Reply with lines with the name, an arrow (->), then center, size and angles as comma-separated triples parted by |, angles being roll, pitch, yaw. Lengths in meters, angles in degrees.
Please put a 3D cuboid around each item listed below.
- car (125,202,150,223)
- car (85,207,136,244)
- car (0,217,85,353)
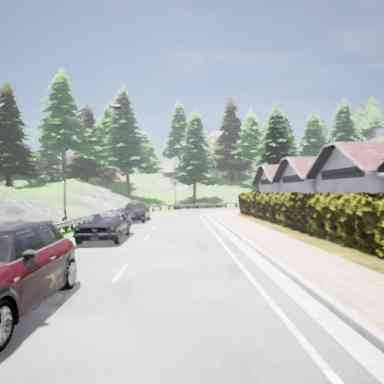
car -> -4.367, 1.537, 25.935 | 1.837, 1.490, 4.892 | -1, 0, -1
car -> -4.101, 1.636, 15.939 | 1.895, 1.301, 4.718 | -1, 0, -2
car -> -3.748, 1.388, 6.067 | 2.097, 1.767, 4.553 | -1, 0, -2
